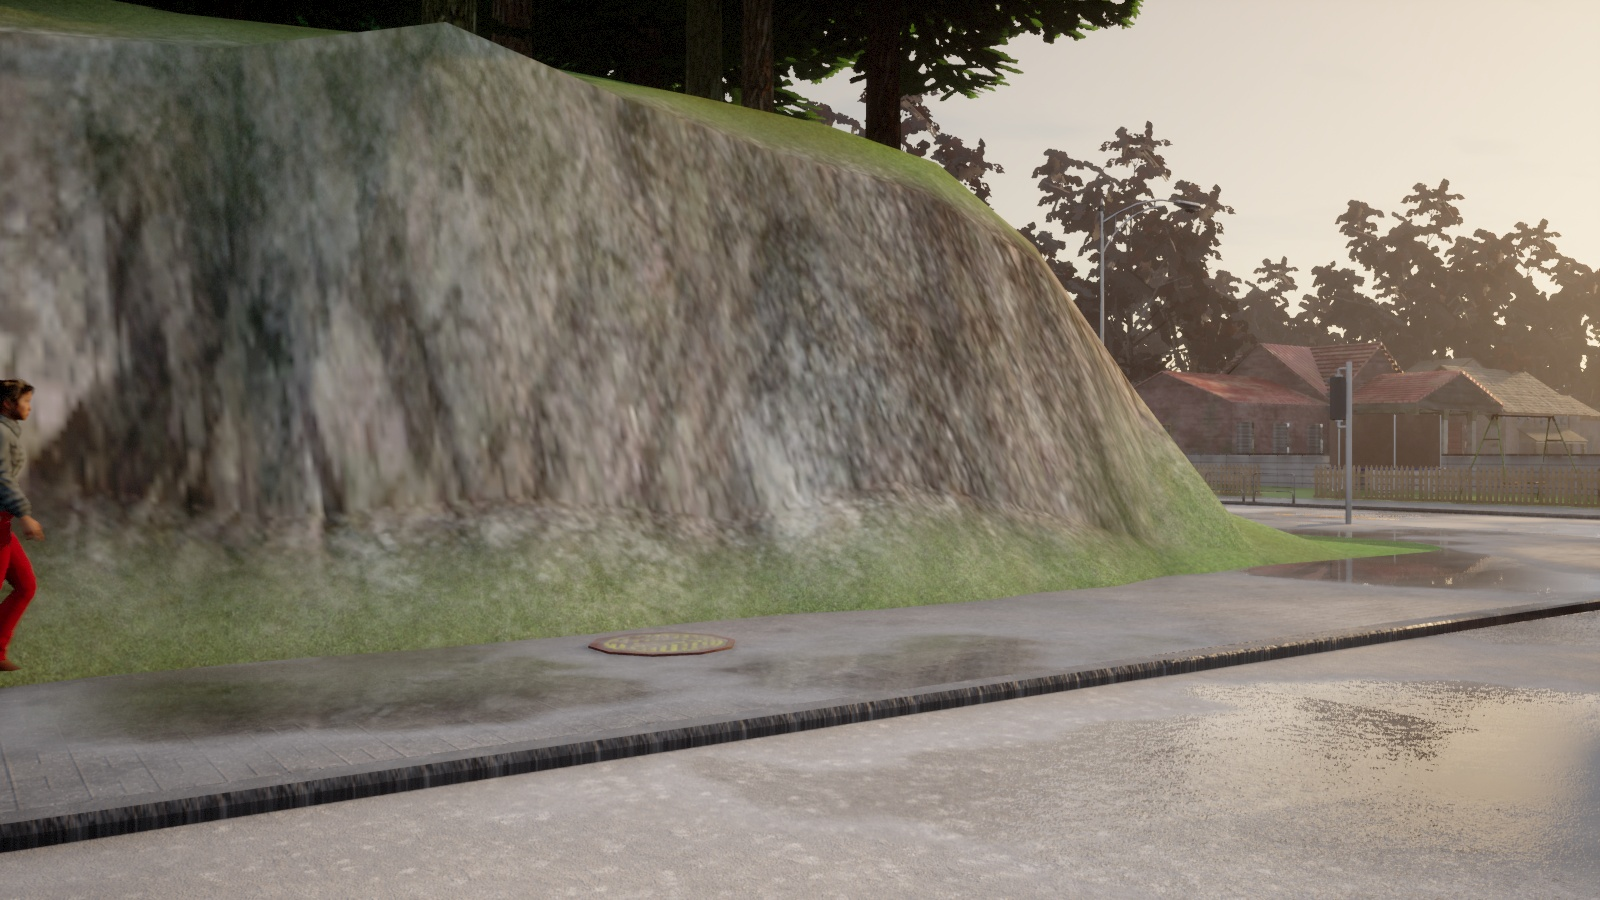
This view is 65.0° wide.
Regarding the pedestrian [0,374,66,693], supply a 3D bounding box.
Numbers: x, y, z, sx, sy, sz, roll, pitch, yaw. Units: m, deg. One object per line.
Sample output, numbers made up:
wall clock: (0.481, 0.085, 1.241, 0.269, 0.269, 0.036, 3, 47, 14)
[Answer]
pedestrian: (-4.711, 0.483, 7.419, 0.614, 1.847, 0.353, 0, 0, -35)
